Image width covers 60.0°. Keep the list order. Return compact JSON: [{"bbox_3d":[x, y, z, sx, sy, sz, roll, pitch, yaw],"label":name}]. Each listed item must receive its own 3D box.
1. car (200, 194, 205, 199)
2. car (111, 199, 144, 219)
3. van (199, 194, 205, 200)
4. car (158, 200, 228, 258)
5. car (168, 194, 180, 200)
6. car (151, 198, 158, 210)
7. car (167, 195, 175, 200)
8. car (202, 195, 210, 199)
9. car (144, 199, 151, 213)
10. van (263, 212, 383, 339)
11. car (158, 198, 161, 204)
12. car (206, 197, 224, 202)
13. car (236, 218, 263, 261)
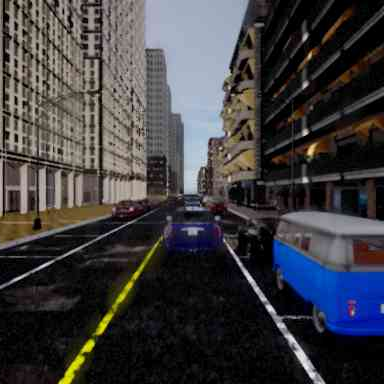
[{"bbox_3d":[3.003,1.518,64.396,1.812,1.442,4.674,0,0,0],"label":"car"},{"bbox_3d":[-5.689,1.432,28.941,1.967,1.590,4.097,0,0,0],"label":"car"},{"bbox_3d":[2.694,1.346,91.075,1.690,1.788,3.998,0,0,0],"label":"van"},{"bbox_3d":[0.045,1.348,12.945,2.097,1.767,4.553,0,0,0],"label":"car"},{"bbox_3d":[-3.052,1.494,58.192,1.837,1.490,4.892,0,0,0],"label":"car"},{"bbox_3d":[-5.688,1.555,40.238,1.947,1.339,4.313,0,0,0],"label":"car"},{"bbox_3d":[-5.686,1.571,91.075,1.947,1.339,4.313,0,0,0],"label":"car"},{"bbox_3d":[2.692,1.514,46.056,1.752,1.417,4.829,0,0,0],"label":"car"},{"bbox_3d":[-5.688,1.572,34.589,1.802,1.307,4.206,0,0,0],"label":"car"},{"bbox_3d":[2.690,1.339,6.345,1.690,1.788,3.998,0,0,0],"label":"van"},{"bbox_3d":[-5.687,1.570,51.535,1.802,1.307,4.206,0,0,0],"label":"car"},{"bbox_3d":[2.692,1.535,34.588,1.887,1.381,4.507,0,0,0],"label":"car"},{"bbox_3d":[2.691,1.563,11.994,1.947,1.339,4.313,0,0,0],"label":"car"}]
